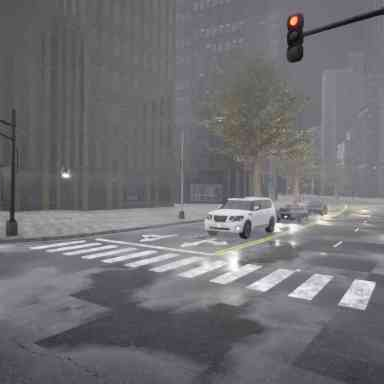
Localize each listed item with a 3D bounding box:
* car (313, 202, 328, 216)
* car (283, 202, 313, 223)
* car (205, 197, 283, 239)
[{"bbox_3d":[13.448,1.767,35.942,2.033,1.411,5.357,1,0,29],"label":"car"},{"bbox_3d":[8.156,1.719,26.987,1.994,1.385,4.181,1,0,31],"label":"car"},{"bbox_3d":[2.891,1.314,18.531,2.150,2.045,5.566,1,0,35],"label":"car"}]
